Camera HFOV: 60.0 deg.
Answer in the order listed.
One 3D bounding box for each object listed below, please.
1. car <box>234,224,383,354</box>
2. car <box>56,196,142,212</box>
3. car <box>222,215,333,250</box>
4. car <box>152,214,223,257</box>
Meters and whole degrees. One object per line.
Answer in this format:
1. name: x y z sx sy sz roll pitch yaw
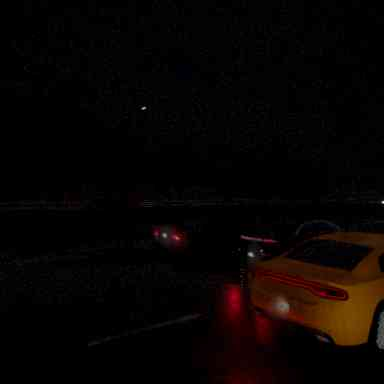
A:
1. car: 3.324 1.511 6.249 5.008 1.535 1.882 0 0 -36
2. car: -5.866 1.263 21.303 5.566 2.045 2.150 1 0 -35
3. car: 3.613 1.540 10.635 4.902 1.511 2.128 0 0 -36
4. car: 1.094 1.592 13.129 5.357 1.411 2.033 0 0 -35
